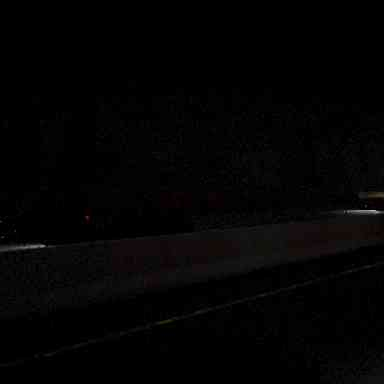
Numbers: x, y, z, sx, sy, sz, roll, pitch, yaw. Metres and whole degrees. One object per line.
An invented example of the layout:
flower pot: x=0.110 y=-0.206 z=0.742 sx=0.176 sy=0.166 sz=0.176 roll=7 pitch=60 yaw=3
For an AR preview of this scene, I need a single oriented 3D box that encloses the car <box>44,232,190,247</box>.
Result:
car: x=-2.221 y=1.438 z=11.007 sx=5.008 sy=1.535 sz=1.882 roll=-1 pitch=0 yaw=-36
